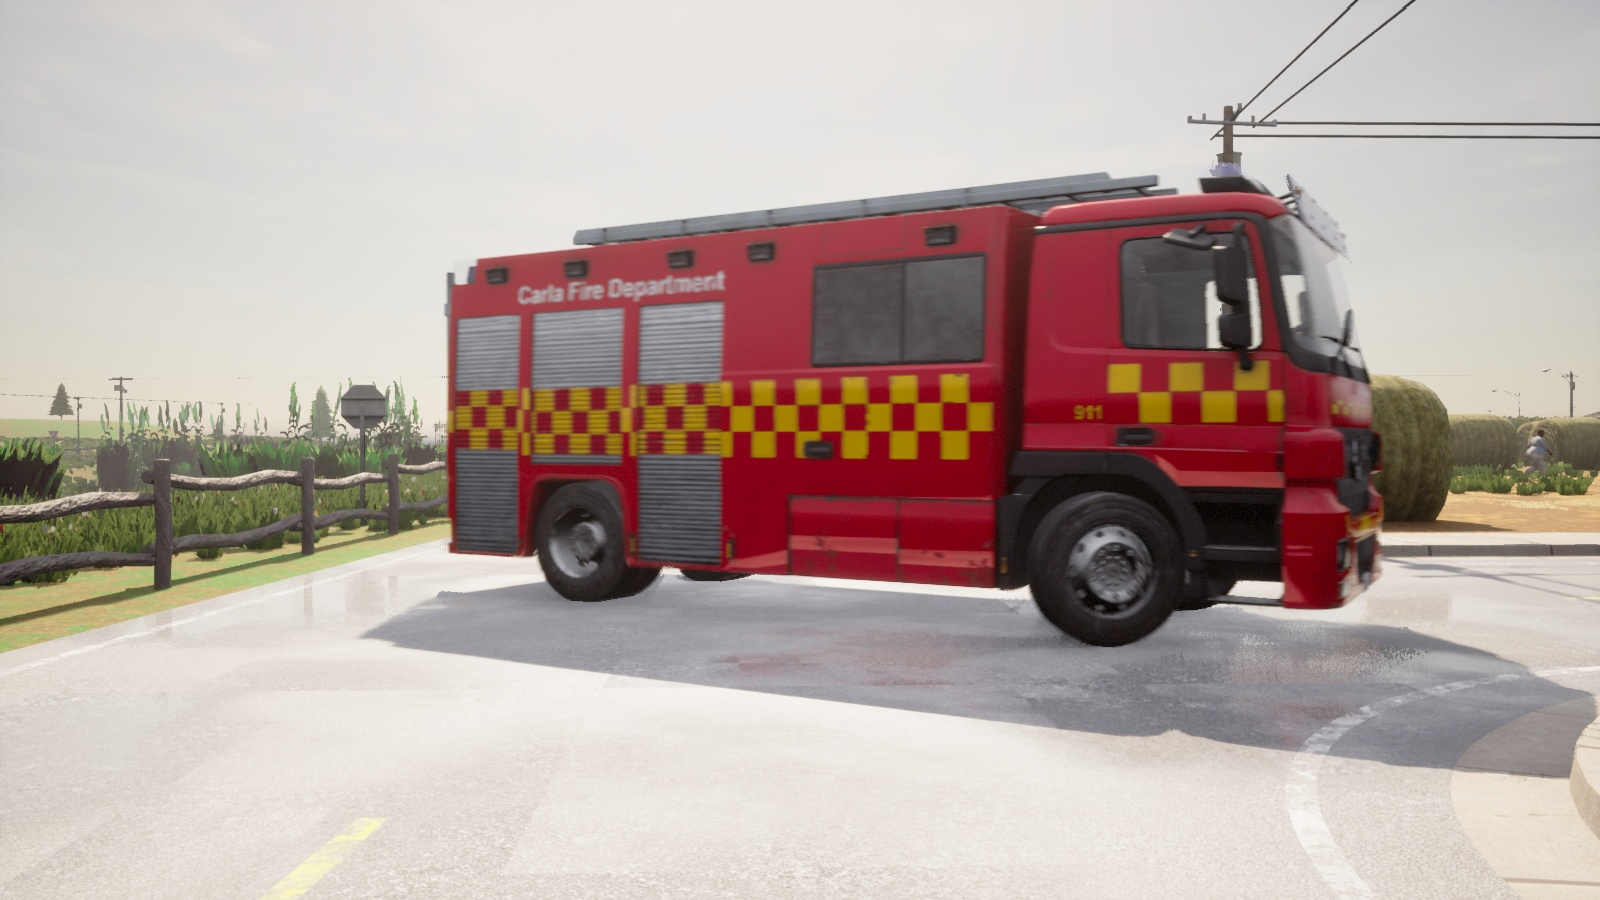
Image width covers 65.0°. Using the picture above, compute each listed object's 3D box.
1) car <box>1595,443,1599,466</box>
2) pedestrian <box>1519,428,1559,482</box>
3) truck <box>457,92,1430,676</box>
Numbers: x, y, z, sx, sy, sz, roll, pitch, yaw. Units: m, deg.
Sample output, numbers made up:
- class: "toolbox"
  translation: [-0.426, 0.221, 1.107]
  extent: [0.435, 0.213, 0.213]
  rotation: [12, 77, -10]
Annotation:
- class: "car"
  translation: [54.272, 0.316, 81.513]
  extent: [1.882, 1.535, 5.008]
  rotation: [0, 0, -3]
- class: "pedestrian"
  translation: [25.728, 0.181, 43.728]
  extent: [0.900, 1.855, 0.874]
  rotation: [0, 0, 6]
- class: "truck"
  translation: [0.981, -0.464, 11.603]
  extent: [8.468, 3.827, 2.891]
  rotation: [0, 1, 30]
